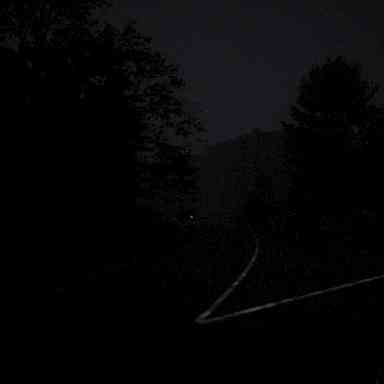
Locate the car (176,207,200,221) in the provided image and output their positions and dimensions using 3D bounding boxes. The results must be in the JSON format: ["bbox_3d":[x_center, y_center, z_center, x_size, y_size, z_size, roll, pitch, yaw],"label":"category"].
[{"bbox_3d":[-0.577,2.404,37.199,1.895,1.301,4.718,-6,-1,-13],"label":"car"}]
